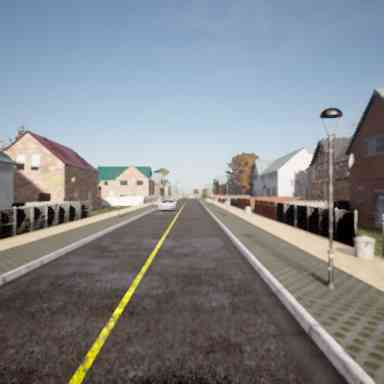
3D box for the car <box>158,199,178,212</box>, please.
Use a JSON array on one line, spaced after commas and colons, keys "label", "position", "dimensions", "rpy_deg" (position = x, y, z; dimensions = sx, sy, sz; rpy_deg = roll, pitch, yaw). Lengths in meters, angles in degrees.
[{"label": "car", "position": [-2.777, 1.520, 39.222], "dimensions": [1.812, 1.442, 4.674], "rpy_deg": [0, 0, 0]}]
